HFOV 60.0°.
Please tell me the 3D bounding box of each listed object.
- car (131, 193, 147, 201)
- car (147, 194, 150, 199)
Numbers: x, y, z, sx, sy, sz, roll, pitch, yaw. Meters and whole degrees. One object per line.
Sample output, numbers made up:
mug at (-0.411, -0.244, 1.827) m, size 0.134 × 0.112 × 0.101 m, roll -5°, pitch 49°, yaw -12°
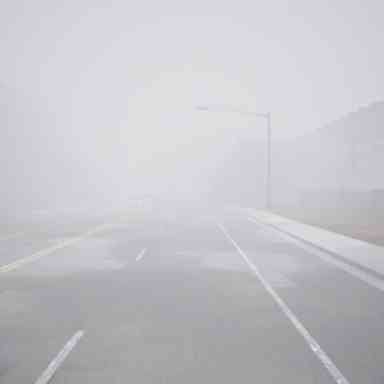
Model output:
car at (-10.501, 1.024, 64.171) m, size 1.837 × 1.490 × 4.892 m, roll 0°, pitch 1°, yaw 0°
car at (-10.485, 1.013, 77.976) m, size 1.895 × 1.301 × 4.718 m, roll 0°, pitch 0°, yaw 0°
